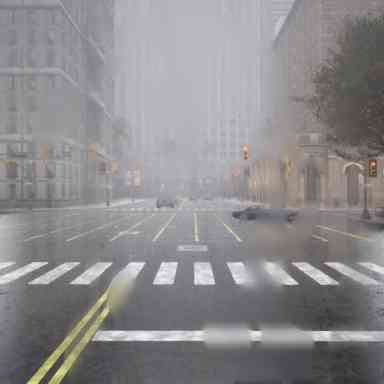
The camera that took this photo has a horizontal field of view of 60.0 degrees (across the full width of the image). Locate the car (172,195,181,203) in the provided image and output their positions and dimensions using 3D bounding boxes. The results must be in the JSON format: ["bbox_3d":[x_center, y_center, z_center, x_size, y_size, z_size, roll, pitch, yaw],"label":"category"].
[{"bbox_3d":[-3.347,1.478,72.687,1.882,1.535,5.008,0,0,1],"label":"car"}]

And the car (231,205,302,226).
[{"bbox_3d":[5.305,1.601,23.885,4.718,1.301,1.895,0,0,38],"label":"car"}]

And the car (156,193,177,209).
[{"bbox_3d":[-3.575,1.223,45.367,2.150,2.045,5.566,0,0,0],"label":"car"}]

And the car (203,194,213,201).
[{"bbox_3d":[3.717,1.280,78.527,2.097,1.767,4.553,0,0,1],"label":"car"}]

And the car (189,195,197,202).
[{"bbox_3d":[0.217,1.449,78.594,2.128,1.511,4.902,0,0,1],"label":"car"}]

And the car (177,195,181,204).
[{"bbox_3d":[-3.541,1.505,60.493,1.837,1.490,4.892,0,0,1],"label":"car"}]
